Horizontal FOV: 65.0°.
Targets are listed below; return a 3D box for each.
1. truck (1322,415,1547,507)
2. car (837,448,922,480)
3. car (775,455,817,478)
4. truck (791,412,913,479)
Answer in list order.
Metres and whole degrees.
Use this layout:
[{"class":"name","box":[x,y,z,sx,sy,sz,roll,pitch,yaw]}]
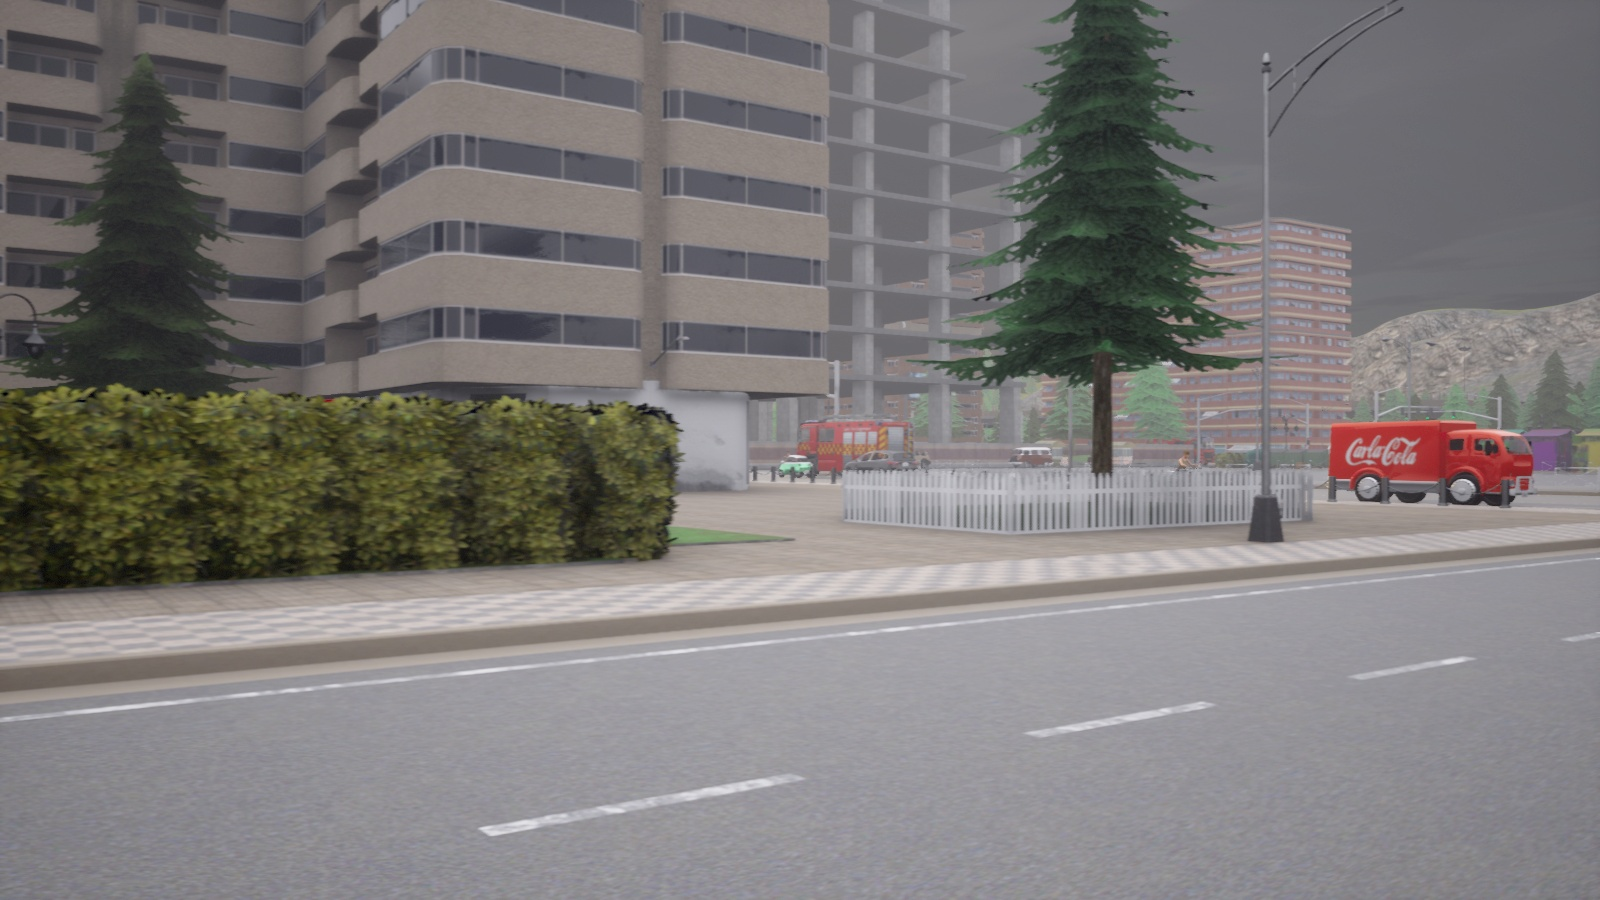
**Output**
[{"class":"truck","box":[18.315,0.309,36.512,2.627,2.467,5.204,0,0,-35]},{"class":"car","box":[4.323,0.748,68.700,2.242,1.667,4.611,0,0,-35]},{"class":"car","box":[-0.249,0.985,75.223,1.481,1.376,2.207,0,0,-35]},{"class":"truck","box":[3.048,-0.238,76.617,2.891,3.827,8.468,0,0,-35]}]
